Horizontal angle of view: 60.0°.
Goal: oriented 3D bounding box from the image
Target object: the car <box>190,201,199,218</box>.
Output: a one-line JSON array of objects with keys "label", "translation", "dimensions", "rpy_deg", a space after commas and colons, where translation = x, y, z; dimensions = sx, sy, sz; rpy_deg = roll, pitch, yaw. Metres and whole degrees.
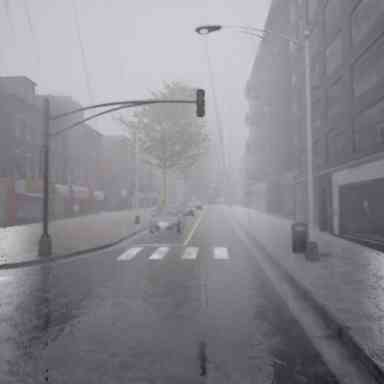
[{"label": "car", "translation": [-0.591, 1.913, 34.864], "dimensions": [1.837, 1.490, 4.892], "rpy_deg": [-1, -1, 4]}]

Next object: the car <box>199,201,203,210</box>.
[{"label": "car", "translation": [0.751, 2.255, 55.191], "dimensions": [1.882, 1.535, 5.008], "rpy_deg": [-1, -1, 4]}]

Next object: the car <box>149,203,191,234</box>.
[{"label": "car", "translation": [-1.445, 1.718, 20.994], "dimensions": [2.128, 1.511, 4.902], "rpy_deg": [-1, 0, 4]}]
